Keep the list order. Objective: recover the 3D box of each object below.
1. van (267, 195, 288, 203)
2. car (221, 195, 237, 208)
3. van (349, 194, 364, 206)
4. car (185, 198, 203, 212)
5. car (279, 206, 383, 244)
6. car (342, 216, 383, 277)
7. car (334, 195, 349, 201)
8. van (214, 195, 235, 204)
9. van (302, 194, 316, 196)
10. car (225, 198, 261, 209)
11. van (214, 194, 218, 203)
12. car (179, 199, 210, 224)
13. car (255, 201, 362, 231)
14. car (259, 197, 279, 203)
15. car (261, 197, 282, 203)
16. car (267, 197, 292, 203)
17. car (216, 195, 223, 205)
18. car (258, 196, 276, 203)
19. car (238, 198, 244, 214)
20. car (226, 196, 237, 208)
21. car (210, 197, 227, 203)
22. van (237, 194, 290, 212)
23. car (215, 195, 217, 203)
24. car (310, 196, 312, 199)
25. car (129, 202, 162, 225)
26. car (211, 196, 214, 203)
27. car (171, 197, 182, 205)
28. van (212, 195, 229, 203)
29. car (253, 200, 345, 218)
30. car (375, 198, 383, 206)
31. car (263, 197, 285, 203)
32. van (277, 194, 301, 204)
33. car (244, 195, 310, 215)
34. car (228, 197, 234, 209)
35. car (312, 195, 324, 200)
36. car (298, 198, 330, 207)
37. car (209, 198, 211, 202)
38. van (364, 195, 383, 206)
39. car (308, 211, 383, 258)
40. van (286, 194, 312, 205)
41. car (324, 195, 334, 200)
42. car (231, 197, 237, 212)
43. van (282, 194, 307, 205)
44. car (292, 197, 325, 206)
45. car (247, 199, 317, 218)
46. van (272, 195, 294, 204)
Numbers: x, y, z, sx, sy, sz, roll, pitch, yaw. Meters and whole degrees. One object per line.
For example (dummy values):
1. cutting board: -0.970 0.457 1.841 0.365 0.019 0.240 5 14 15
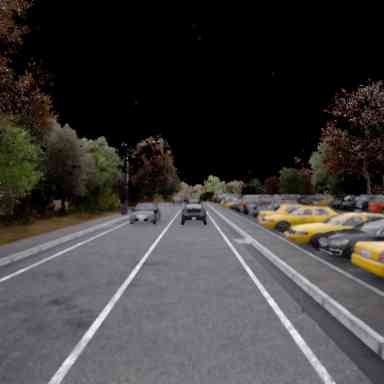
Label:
1. van: 20.642 1.714 80.445 4.442 1.987 1.878 0 -1 0
2. car: 6.972 1.605 44.656 5.366 1.575 1.946 0 0 0
3. van: 20.052 1.334 36.144 4.442 1.987 1.878 0 0 0
4. car: 0.223 1.589 41.773 2.128 1.511 4.902 0 0 0
5. car: 6.727 1.539 14.129 5.366 1.575 1.946 0 0 0
6. car: 7.053 1.560 8.574 5.366 1.575 1.946 0 0 0
7. car: 20.163 1.322 38.913 5.566 2.045 2.435 0 0 0
8. van: 7.285 1.607 75.176 4.442 1.987 1.878 0 -1 0
9. van: 20.420 1.417 52.888 4.442 1.987 1.878 0 0 0
10. car: 7.186 1.623 47.430 4.892 1.521 2.231 0 0 0
11. van: 7.219 1.492 66.865 4.442 1.987 1.878 0 0 0
12. car: 0.146 1.549 25.073 1.837 1.490 4.892 0 0 0
13. car: 6.772 1.520 19.802 5.366 1.575 1.946 0 0 0
14. car: 20.587 2.117 88.875 5.008 1.535 2.097 0 -1 0
15. car: 20.564 2.056 85.980 5.008 1.535 2.097 0 -1 0
16. car: 20.318 1.878 77.672 5.366 1.575 1.946 0 -1 0
17. car: 7.039 1.646 52.984 5.366 1.575 1.946 0 0 0
18. car: 20.582 2.047 91.523 4.553 1.767 2.185 0 -1 0
19. car: 7.075 1.569 30.773 4.792 1.488 2.163 0 0 0
20. car: 7.106 1.624 41.878 4.792 1.488 2.163 0 0 0
21. car: 7.588 2.271 94.597 4.792 1.488 2.163 0 -1 0
22. van: 7.185 1.327 33.550 4.442 1.987 1.878 0 0 0
23. car: 7.285 1.690 61.310 5.008 1.535 2.097 0 0 0
24. car: 20.284 1.669 50.117 4.674 1.452 2.002 0 0 0
25. car: -3.306 1.532 24.242 2.128 1.511 4.902 0 0 0
26. car: 7.386 1.480 69.640 5.566 2.045 2.435 0 0 0
27. car: -2.985 1.768 66.333 1.837 1.490 4.892 0 0 1
28. van: 7.630 1.899 89.051 4.442 1.987 1.878 0 -1 0
29. car: 7.164 1.516 22.452 5.366 1.575 1.946 0 0 0
30. car: 20.130 1.532 30.602 5.008 1.535 2.097 0 0 0
31. car: 20.541 1.999 83.211 4.892 1.521 2.231 0 -1 0
32. van: 20.320 1.499 69.518 4.442 1.987 1.878 0 -1 0
33. car: 7.055 1.402 28.000 4.553 1.767 2.185 0 0 0
34. car: 7.083 1.610 39.102 4.792 1.488 2.163 0 0 0
35. car: 20.253 1.614 47.223 5.008 1.535 2.097 0 0 0
36. car: 20.323 1.696 55.532 4.674 1.452 2.002 0 0 0
37. car: 7.497 2.066 86.272 5.008 1.535 2.097 0 -1 0
38. van: 20.263 1.320 33.372 4.442 1.987 1.878 0 0 0
39. car: 6.896 1.553 11.352 4.892 1.521 2.231 0 0 0
40. van: 20.509 1.471 63.968 4.442 1.987 1.878 0 0 0
41. car: 20.185 1.336 41.683 5.566 2.045 2.435 0 0 0
42. car: 7.061 1.596 36.326 4.792 1.488 2.163 0 0 0
43. van: 20.530 1.485 66.613 4.442 1.987 1.878 0 0 0
44. car: 20.341 1.669 58.303 5.008 1.535 2.097 0 0 0
45. car: 6.995 1.521 25.221 4.892 1.521 2.231 0 0 0
46. van: 20.363 1.597 74.909 4.442 1.987 1.878 0 -1 0
